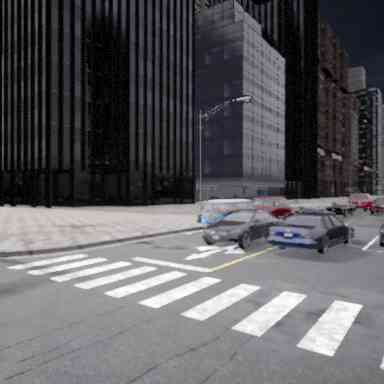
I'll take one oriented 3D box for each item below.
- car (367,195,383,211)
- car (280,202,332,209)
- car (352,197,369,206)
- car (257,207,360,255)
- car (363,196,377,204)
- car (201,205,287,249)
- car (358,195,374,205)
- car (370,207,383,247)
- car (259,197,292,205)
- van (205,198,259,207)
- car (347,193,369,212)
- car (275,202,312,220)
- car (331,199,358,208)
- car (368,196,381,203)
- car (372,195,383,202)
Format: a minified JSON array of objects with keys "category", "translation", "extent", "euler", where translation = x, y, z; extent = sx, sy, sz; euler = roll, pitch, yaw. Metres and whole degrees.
[{"category":"car","translation":[18.843,1.332,32.452],"extent":[2.097,1.767,4.553],"euler":[0,0,35]},{"category":"car","translation":[7.674,1.577,22.290],"extent":[1.895,1.301,4.718],"euler":[0,0,35]},{"category":"car","translation":[28.445,1.513,56.030],"extent":[2.008,1.369,4.403],"euler":[0,0,35]},{"category":"car","translation":[4.970,1.538,13.491],"extent":[2.033,1.411,5.357],"euler":[0,0,40]},{"category":"car","translation":[34.935,1.489,65.139],"extent":[1.752,1.417,4.829],"euler":[0,0,35]},{"category":"car","translation":[2.329,1.508,14.781],"extent":[1.812,1.442,4.674],"euler":[0,0,37]},{"category":"car","translation":[31.740,1.403,60.654],"extent":[1.967,1.590,4.097],"euler":[0,0,35]},{"category":"car","translation":[9.035,1.549,14.093],"extent":[2.008,1.369,4.403],"euler":[0,0,35]},{"category":"car","translation":[5.386,1.282,23.662],"extent":[2.192,1.841,5.009],"euler":[0,0,35]},{"category":"van","translation":[2.091,1.312,19.038],"extent":[1.690,1.788,3.998],"euler":[0,0,35]},{"category":"car","translation":[19.530,1.191,38.839],"extent":[2.150,2.045,5.566],"euler":[0,0,36]},{"category":"car","translation":[8.679,1.546,28.287],"extent":[1.802,1.307,4.206],"euler":[0,0,35]},{"category":"car","translation":[13.458,1.572,30.395],"extent":[1.895,1.301,4.718],"euler":[0,0,36]},{"category":"car","translation":[38.328,1.530,69.902],"extent":[1.947,1.339,4.313],"euler":[0,0,35]},{"category":"car","translation":[41.523,1.490,74.386],"extent":[1.752,1.417,4.829],"euler":[0,0,35]}]
